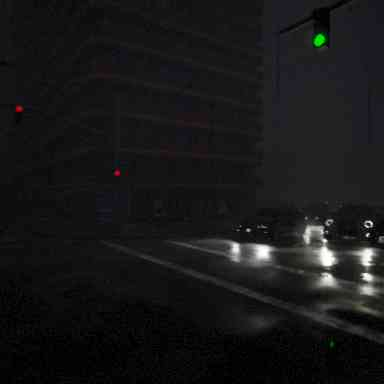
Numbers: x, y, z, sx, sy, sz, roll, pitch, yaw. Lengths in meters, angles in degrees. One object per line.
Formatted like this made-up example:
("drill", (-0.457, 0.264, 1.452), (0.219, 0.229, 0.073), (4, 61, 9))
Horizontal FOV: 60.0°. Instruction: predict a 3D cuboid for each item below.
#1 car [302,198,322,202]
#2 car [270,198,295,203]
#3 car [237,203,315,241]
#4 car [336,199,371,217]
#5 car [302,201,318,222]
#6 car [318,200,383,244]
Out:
("car", (12.514, 1.608, 33.687), (1.994, 1.385, 4.181), (0, 0, 10))
("car", (12.747, 1.550, 46.964), (1.882, 1.535, 5.008), (0, 0, -10))
("car", (4.207, 1.504, 16.938), (1.837, 1.490, 4.892), (0, 0, 43))
("car", (15.995, 1.524, 33.194), (1.882, 1.535, 5.008), (0, 0, 10))
("car", (9.268, 1.584, 24.272), (1.994, 1.385, 4.181), (0, 0, 25))
("car", (7.889, 1.353, 15.874), (2.097, 1.767, 4.553), (0, 0, 37))
